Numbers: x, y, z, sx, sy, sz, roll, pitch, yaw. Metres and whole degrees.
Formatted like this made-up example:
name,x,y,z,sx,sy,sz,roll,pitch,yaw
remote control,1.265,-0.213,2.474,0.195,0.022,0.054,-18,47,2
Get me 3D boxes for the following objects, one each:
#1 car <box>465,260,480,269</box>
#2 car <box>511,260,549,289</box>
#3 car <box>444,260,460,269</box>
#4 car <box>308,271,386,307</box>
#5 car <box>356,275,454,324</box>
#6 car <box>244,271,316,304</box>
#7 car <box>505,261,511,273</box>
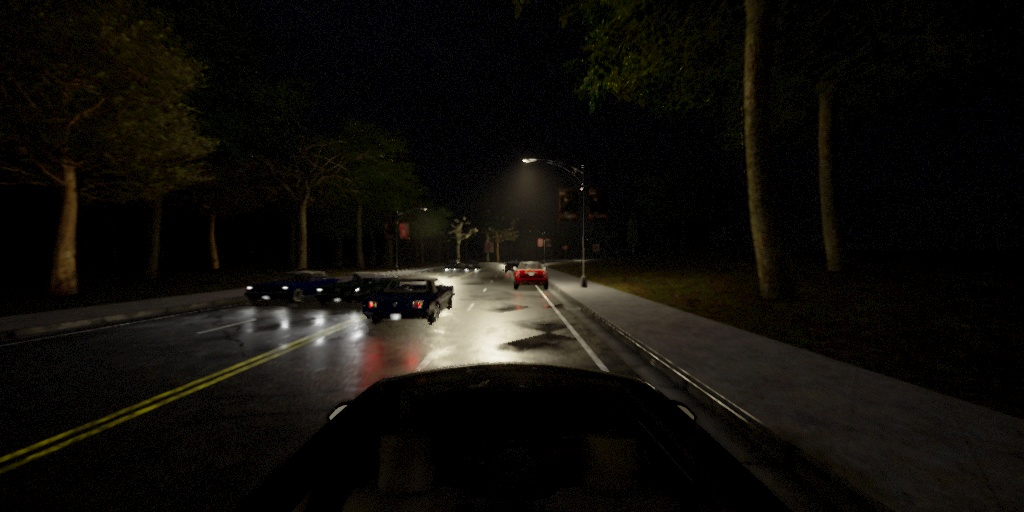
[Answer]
name,x,y,z,sx,sy,sz,roll,pitch,yaw
car,-6.423,1.360,58.709,1.812,1.442,4.674,0,0,2
car,1.147,1.122,23.314,2.097,1.767,4.553,0,0,0
car,-9.703,1.384,58.831,2.033,1.411,5.357,0,0,2
car,-6.592,1.362,15.768,1.895,1.301,4.718,0,0,0
car,-3.145,1.359,11.947,1.895,1.301,4.718,0,0,0
car,-9.843,1.363,16.569,1.895,1.301,4.718,0,0,0
car,0.049,1.298,44.752,2.128,1.511,4.902,0,0,0
